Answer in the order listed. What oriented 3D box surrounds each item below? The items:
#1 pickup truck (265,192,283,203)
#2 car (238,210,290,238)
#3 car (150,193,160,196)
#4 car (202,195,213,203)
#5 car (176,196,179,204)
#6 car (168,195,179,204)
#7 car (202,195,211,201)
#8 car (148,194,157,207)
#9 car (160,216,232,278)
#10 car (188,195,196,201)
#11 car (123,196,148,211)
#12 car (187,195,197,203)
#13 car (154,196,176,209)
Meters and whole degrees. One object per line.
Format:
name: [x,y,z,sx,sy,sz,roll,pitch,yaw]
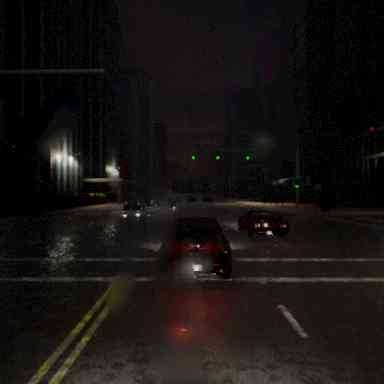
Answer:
pickup truck: [16.624,1.049,67.161,2.390,2.098,6.274,0,0,31]
car: [3.601,1.598,17.650,1.895,1.301,4.718,0,0,0]
car: [-6.998,1.212,61.815,2.150,2.045,5.566,0,0,0]
car: [3.503,1.467,71.657,1.882,1.535,5.008,0,0,0]
car: [-3.550,1.593,54.529,1.895,1.301,4.718,0,0,0]
car: [-3.497,1.468,64.650,1.882,1.535,5.008,0,0,0]
car: [3.503,1.540,81.820,1.994,1.385,4.181,0,0,0]
car: [-7.069,1.497,51.408,1.837,1.490,4.892,0,0,0]
car: [0.095,1.504,10.134,1.837,1.490,4.892,0,0,0]
car: [0.003,1.364,81.715,1.994,1.385,4.181,0,0,0]
car: [-7.088,1.346,41.254,2.097,1.767,4.553,0,0,0]
car: [0.003,1.476,71.331,1.837,1.490,4.892,0,0,0]
car: [-3.578,1.557,45.239,1.994,1.385,4.181,0,0,0]
